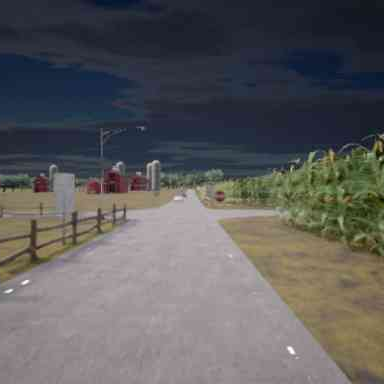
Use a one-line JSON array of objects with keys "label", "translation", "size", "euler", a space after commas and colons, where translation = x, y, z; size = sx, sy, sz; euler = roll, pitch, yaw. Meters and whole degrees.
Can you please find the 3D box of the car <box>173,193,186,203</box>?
[{"label": "car", "translation": [-2.780, 1.411, 68.026], "size": [1.812, 1.442, 4.674], "euler": [0, 0, 0]}]
